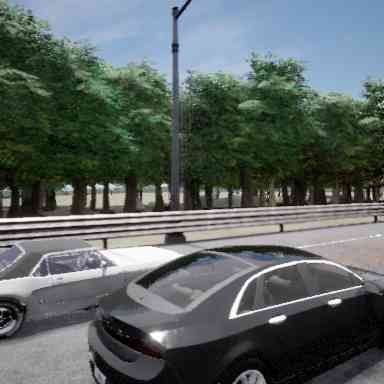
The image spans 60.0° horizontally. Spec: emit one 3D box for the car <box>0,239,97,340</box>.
[{"bbox_3d":[-2.269,1.594,6.510,4.718,1.301,1.895,0,0,-35],"label":"car"}]

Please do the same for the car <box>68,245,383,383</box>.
[{"bbox_3d":[1.113,1.499,4.549,4.892,1.490,1.837,0,0,-35],"label":"car"}]
